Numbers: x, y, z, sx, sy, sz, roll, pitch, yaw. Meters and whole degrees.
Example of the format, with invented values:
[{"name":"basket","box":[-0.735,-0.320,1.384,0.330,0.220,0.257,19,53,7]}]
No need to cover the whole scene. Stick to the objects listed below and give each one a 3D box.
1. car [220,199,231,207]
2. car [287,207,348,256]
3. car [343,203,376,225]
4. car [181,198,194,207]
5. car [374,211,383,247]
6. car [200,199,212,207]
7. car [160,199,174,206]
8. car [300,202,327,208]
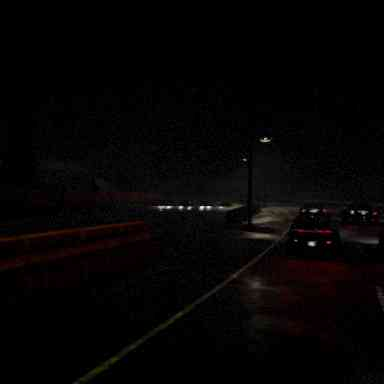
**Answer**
[{"name":"car","box":[6.156,1.967,60.098,2.033,1.411,5.357,1,0,7]},{"name":"car","box":[5.165,1.627,13.961,2.128,1.511,4.902,0,0,23]},{"name":"car","box":[13.710,1.652,27.390,2.097,1.767,4.553,0,0,17]},{"name":"car","box":[-0.830,1.831,60.838,1.882,1.535,5.008,1,0,7]},{"name":"car","box":[8.535,1.688,12.950,1.812,1.442,4.674,0,0,23]},{"name":"car","box":[2.669,1.952,60.672,1.994,1.385,4.181,1,0,7]},{"name":"car","box":[-4.477,1.875,59.930,1.994,1.385,4.181,1,0,8]},{"name":"car","box":[10.377,1.625,28.458,2.097,1.767,4.553,0,0,17]}]
